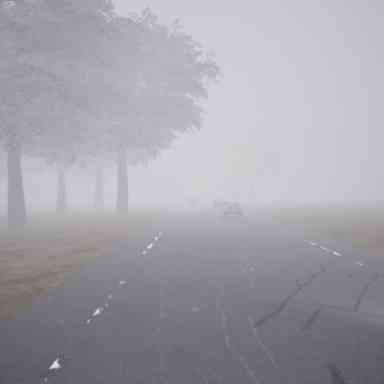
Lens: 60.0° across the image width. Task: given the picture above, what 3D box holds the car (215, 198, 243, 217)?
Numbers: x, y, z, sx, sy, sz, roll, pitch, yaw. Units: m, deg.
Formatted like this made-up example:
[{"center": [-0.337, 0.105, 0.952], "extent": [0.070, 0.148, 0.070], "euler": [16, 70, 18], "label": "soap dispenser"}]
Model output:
[{"center": [3.640, 1.578, 31.361], "extent": [2.033, 1.411, 5.357], "euler": [0, 0, 0], "label": "car"}]

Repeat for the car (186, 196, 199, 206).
[{"center": [0.122, 1.484, 56.578], "extent": [2.097, 1.767, 4.553], "euler": [0, 0, 0], "label": "car"}]

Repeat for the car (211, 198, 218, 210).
[{"center": [3.622, 1.555, 44.784], "extent": [1.882, 1.535, 5.008], "euler": [0, 0, 1], "label": "car"}]
